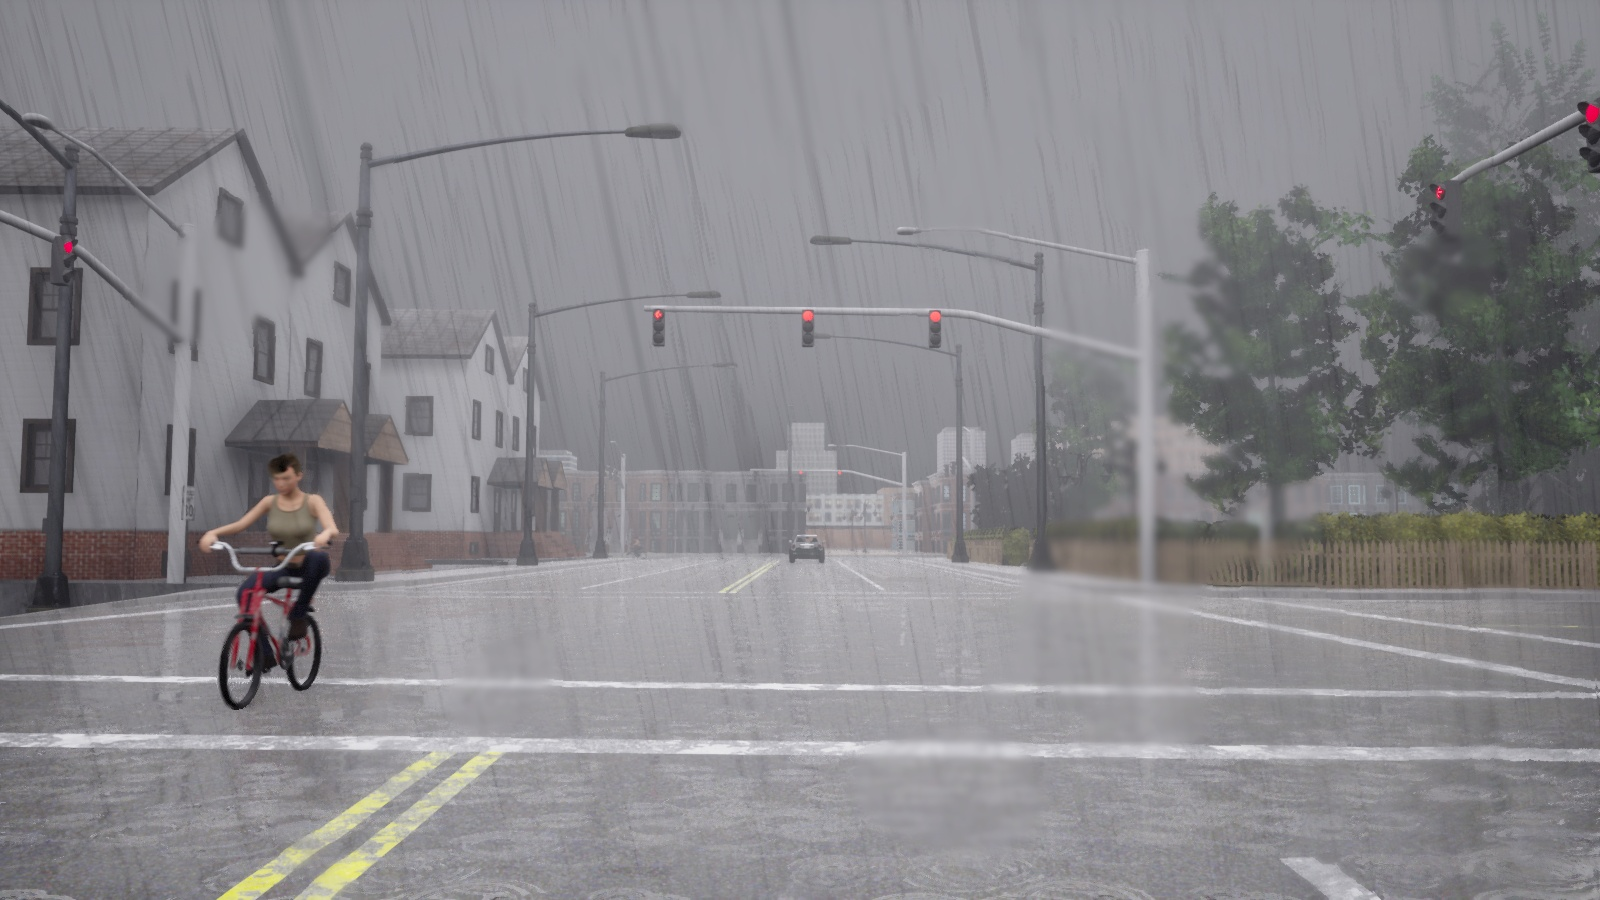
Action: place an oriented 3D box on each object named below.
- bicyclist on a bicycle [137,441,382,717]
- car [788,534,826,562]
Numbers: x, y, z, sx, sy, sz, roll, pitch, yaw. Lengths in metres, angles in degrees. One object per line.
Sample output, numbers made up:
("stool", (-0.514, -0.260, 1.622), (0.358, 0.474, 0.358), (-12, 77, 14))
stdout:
("bicyclist on a bicycle", (-3.433, 0.808, 8.159), (0.866, 1.612, 1.509), (1, -4, 0))
("car", (0.371, 5.232, 67.110), (1.970, 1.475, 3.806), (0, -4, 1))
